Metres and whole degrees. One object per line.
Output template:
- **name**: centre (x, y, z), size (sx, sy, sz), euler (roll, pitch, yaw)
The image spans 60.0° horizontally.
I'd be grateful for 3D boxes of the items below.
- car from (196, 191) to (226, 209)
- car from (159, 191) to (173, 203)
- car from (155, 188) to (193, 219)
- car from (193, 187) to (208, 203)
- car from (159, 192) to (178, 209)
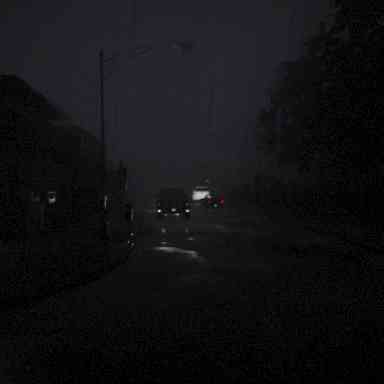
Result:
- **car**: centre (1.911, 0.895, 32.410), size (1.895, 1.301, 4.718), euler (-1, 1, -6)
- **car**: centre (-3.452, 0.628, 44.040), size (1.812, 1.442, 4.674), euler (-1, 1, -5)
- **car**: centre (-1.449, 0.727, 23.892), size (2.150, 2.045, 5.566), euler (-1, 1, -6)
- **car**: centre (0.888, 0.318, 42.338), size (2.150, 2.045, 5.566), euler (-1, 1, -5)
- **car**: centre (-2.443, 0.813, 33.764), size (1.837, 1.490, 4.892), euler (-1, 1, -6)
